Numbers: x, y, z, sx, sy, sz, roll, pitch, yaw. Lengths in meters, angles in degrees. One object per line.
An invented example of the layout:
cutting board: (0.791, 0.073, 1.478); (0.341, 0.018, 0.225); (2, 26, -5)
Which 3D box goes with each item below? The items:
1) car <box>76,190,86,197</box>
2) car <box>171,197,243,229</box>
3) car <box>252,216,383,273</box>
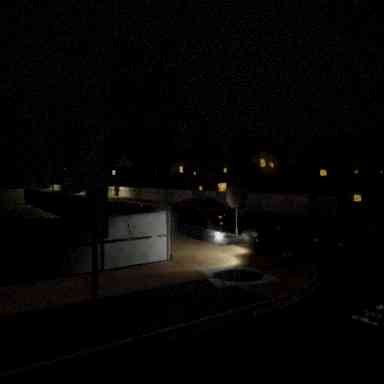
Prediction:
car: (-10.779, 0.519, 35.192); (2.033, 1.411, 5.357); (0, 2, -35)
car: (0.731, 1.060, 18.638); (1.882, 1.535, 5.008); (0, 2, -35)
car: (4.456, 1.418, 9.227); (5.357, 1.411, 2.033); (4, 4, 18)
